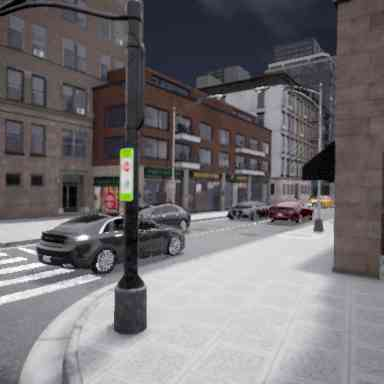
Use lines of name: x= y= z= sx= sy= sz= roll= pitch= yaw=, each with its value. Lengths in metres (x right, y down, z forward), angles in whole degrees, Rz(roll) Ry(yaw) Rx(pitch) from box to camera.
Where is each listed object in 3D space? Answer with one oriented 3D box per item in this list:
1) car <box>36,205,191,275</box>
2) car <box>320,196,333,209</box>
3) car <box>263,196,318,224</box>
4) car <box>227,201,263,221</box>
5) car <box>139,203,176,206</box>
car: x=-2.127 y=1.366 z=10.059 sx=1.837 sy=1.490 sz=4.892 roll=1 pitch=1 yaw=35
car: x=15.947 y=1.207 z=41.109 sx=1.882 sy=1.535 sz=5.008 roll=1 pitch=1 yaw=36
car: x=7.003 y=1.296 z=23.074 sx=1.882 sy=1.535 sz=5.008 roll=1 pitch=1 yaw=35
car: x=4.290 y=1.332 z=24.601 sx=1.994 sy=1.385 sz=4.181 roll=1 pitch=1 yaw=35
car: x=-1.959 y=1.294 z=15.697 sx=1.837 sy=1.490 sz=4.892 roll=1 pitch=1 yaw=35
